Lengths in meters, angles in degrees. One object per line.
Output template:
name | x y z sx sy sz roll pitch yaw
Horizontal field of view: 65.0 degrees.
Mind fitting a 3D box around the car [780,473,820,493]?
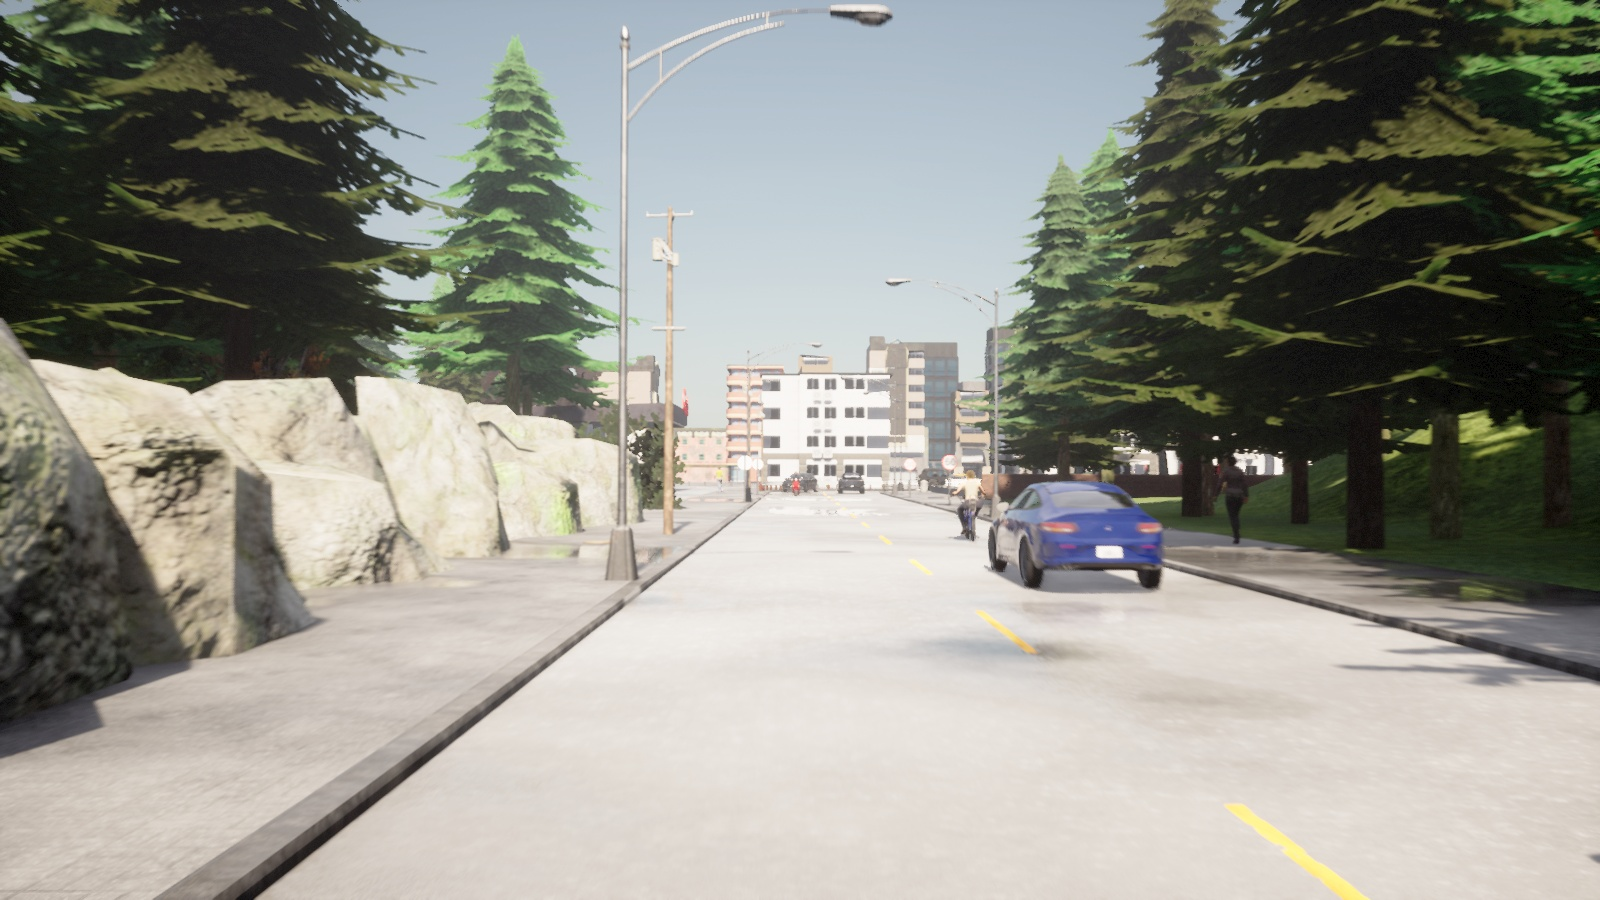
car | 0.033 2.470 94.740 1.837 1.490 4.892 -1 -1 15

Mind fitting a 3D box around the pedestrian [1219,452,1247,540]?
pedestrian | 9.030 0.945 26.206 0.328 1.805 0.869 0 -1 5

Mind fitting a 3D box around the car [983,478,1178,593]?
car | 3.954 1.148 18.518 1.812 1.442 4.674 0 -1 0

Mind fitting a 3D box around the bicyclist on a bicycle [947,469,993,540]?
bicyclist on a bicycle | 3.923 1.243 29.116 0.866 1.612 1.509 0 -1 0

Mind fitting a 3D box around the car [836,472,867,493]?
car | 3.741 2.352 91.630 2.128 1.511 4.902 0 -1 1
